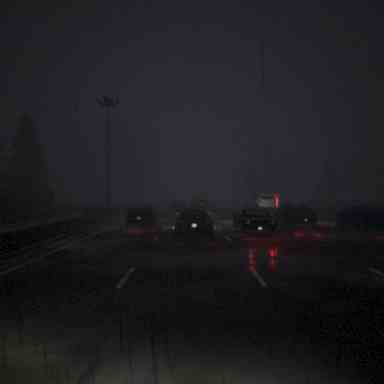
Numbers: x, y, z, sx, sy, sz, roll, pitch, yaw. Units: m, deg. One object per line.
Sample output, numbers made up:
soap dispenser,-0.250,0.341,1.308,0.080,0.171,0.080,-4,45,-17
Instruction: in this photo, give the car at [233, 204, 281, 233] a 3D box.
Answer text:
car,3.579,1.634,19.811,1.895,1.301,4.718,0,0,-1

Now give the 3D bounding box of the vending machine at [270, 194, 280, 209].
vending machine,11.483,1.272,46.084,1.100,2.100,0.880,0,0,-14

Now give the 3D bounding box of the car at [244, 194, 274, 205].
car,8.398,1.291,41.693,2.150,2.045,5.566,1,0,-13

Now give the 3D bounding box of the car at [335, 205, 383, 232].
car,10.557,1.512,20.340,1.882,1.535,5.008,0,0,-1

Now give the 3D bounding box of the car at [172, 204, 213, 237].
car,0.084,1.595,18.187,1.994,1.385,4.181,0,0,-1

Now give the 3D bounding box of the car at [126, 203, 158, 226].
car,-3.538,1.518,23.890,1.882,1.535,5.008,0,0,-3

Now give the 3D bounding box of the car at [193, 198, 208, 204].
car,0.778,1.577,43.342,1.837,1.490,4.892,1,0,-14

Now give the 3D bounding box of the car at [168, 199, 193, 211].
car,-1.583,1.665,38.194,1.895,1.301,4.718,0,0,-11

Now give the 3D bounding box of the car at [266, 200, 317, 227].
car,6.987,1.530,23.081,2.128,1.511,4.902,0,0,-2
